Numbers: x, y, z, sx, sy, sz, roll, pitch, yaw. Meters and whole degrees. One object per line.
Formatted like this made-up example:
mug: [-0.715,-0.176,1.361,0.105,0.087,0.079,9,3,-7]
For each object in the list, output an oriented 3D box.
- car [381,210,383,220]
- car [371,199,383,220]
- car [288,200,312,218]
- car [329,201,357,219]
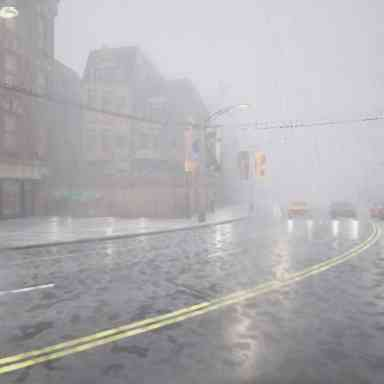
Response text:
car: [9.152,1.513,13.566,1.837,1.490,4.892,0,0,36]
car: [16.224,1.363,27.301,2.097,1.767,4.553,0,0,18]
car: [9.826,1.508,30.265,1.882,1.535,5.008,0,0,17]
car: [13.166,1.557,29.219,1.837,1.490,4.892,0,0,17]
